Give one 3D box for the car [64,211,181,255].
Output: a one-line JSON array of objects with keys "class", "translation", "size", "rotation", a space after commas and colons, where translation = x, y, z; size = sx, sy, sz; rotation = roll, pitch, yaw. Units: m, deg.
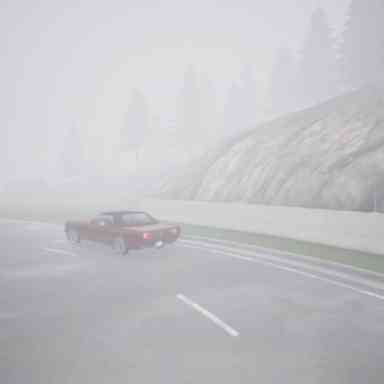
[{"class": "car", "translation": [-2.731, 1.342, 12.113], "size": [4.718, 1.301, 1.895], "rotation": [1, 2, 41]}]
